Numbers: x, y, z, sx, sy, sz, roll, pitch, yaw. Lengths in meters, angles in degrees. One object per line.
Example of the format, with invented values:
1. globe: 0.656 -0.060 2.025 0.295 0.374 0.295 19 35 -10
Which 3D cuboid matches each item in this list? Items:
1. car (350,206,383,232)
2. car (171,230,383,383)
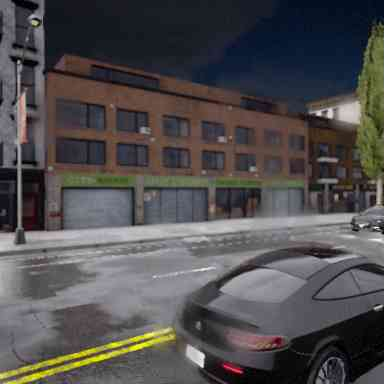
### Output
1. car: 11.213 1.606 19.534 4.892 1.490 1.837 0 0 -35
2. car: 1.914 1.540 4.785 4.674 1.442 1.812 0 0 -35
